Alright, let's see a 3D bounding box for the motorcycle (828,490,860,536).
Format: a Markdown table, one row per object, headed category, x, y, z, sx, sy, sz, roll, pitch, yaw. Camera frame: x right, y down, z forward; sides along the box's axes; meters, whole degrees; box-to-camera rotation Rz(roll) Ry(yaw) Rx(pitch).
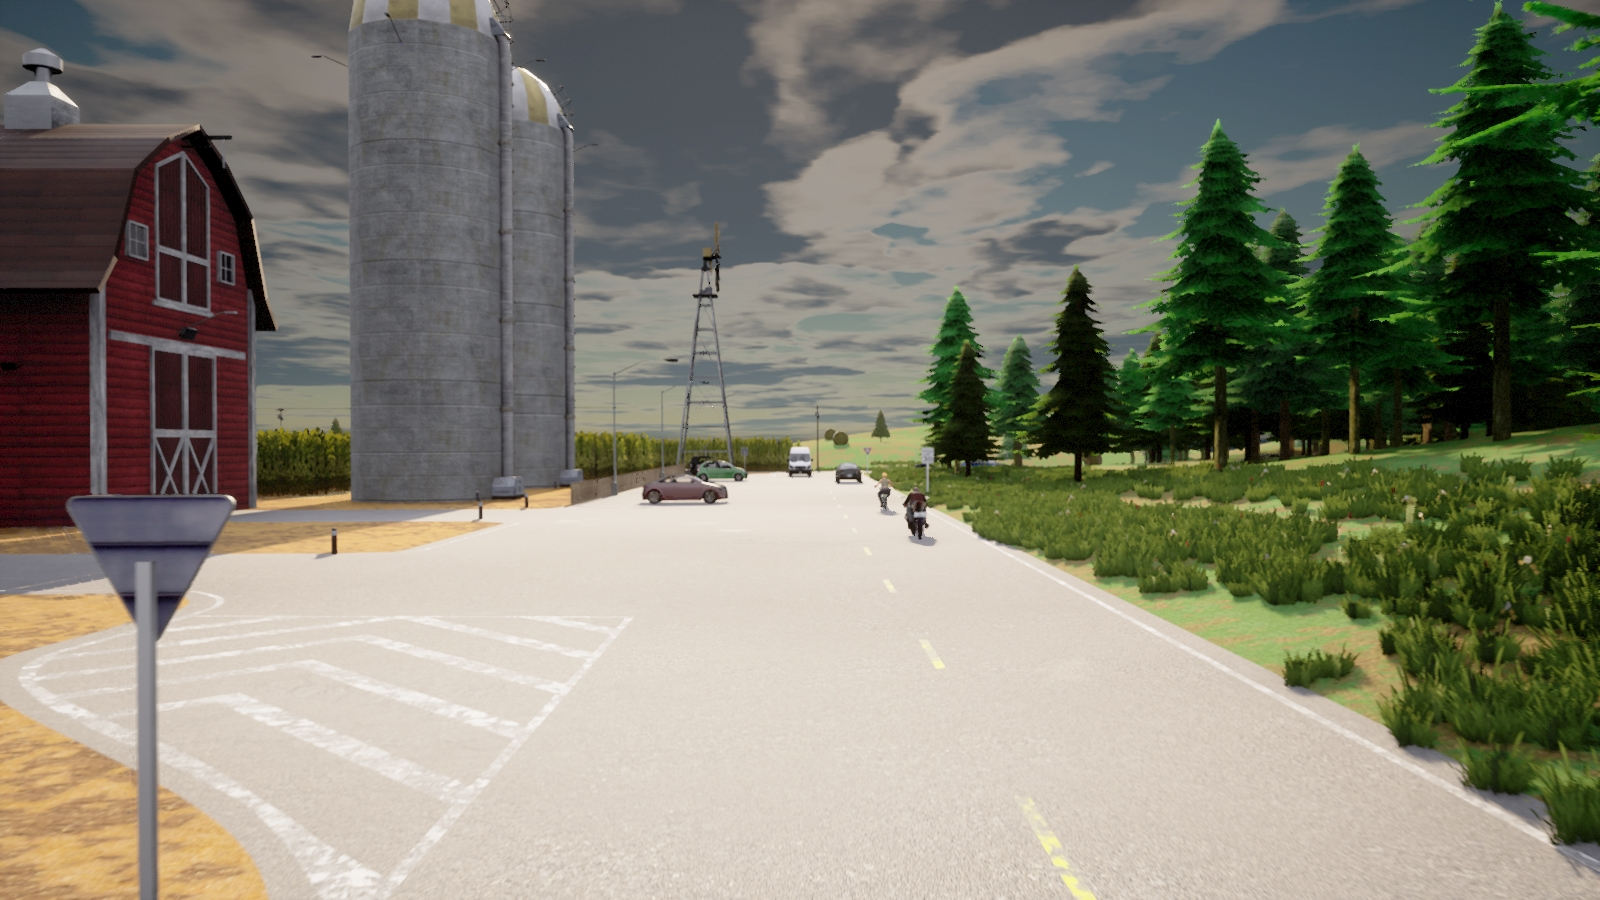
| category | x | y | z | sx | sy | sz | roll | pitch | yaw |
| --- | --- | --- | --- | --- | --- | --- | --- | --- | --- |
| motorcycle | 1.319 | 1.884 | 34.514 | 0.867 | 1.251 | 2.209 | 0 | 0 | 0 |
